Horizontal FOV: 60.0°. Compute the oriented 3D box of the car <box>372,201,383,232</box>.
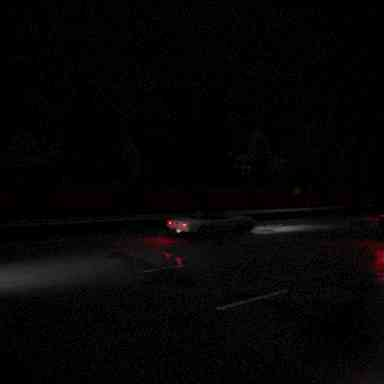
[{"bbox_3d":[11.438,1.220,16.353,5.566,2.045,2.150,0,0,-36],"label":"car"}]

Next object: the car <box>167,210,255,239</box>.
[{"bbox_3d":[1.124,1.600,17.516,4.718,1.301,1.895,0,0,-36],"label":"car"}]
